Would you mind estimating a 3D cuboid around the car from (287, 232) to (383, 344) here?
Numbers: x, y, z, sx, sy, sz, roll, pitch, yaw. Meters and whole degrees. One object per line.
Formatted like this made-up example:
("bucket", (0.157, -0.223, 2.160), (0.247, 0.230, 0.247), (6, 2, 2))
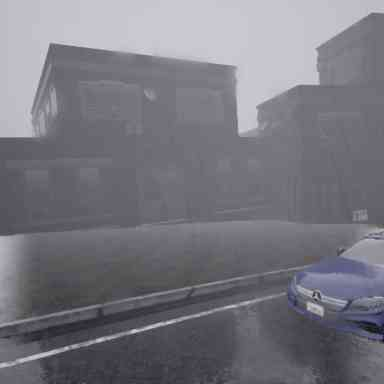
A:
("car", (3.898, 1.497, 6.153), (4.674, 1.442, 1.812), (0, 0, -29))
